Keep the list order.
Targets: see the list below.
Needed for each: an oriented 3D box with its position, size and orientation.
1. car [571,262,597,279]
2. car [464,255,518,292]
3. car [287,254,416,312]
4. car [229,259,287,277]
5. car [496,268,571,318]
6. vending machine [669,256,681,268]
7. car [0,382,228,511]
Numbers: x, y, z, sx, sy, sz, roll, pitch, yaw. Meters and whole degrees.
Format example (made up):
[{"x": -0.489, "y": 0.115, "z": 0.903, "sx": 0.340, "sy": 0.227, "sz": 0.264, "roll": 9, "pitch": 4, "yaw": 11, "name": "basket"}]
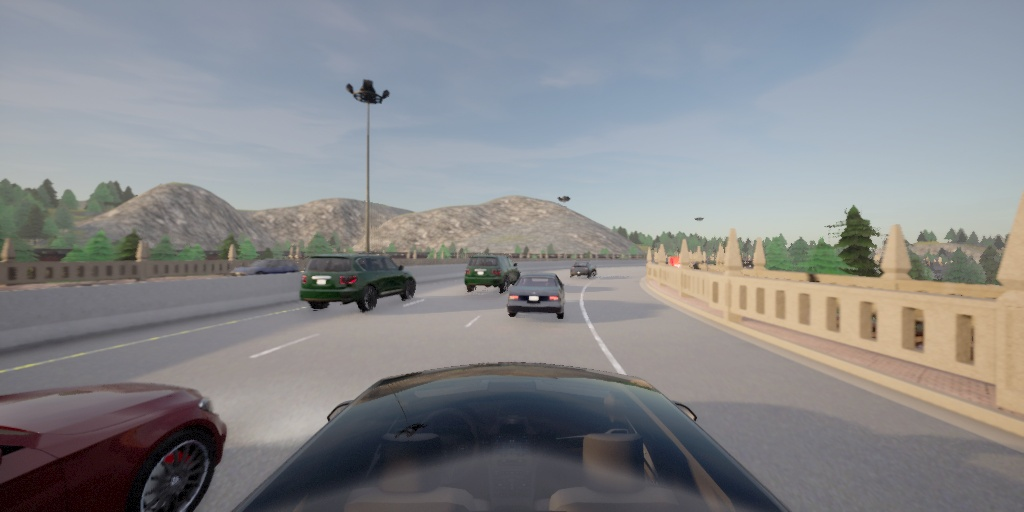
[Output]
[{"x": 6.837, "y": 1.287, "z": 34.003, "sx": 2.128, "sy": 1.511, "sz": 4.902, "roll": 0, "pitch": 0, "yaw": 22, "name": "car"}, {"x": -1.024, "y": 0.974, "z": 21.033, "sx": 2.150, "sy": 2.045, "sz": 5.566, "roll": 0, "pitch": 0, "yaw": 13, "name": "car"}, {"x": -5.836, "y": 0.948, "z": 14.353, "sx": 2.150, "sy": 2.045, "sz": 5.566, "roll": 0, "pitch": 0, "yaw": 8, "name": "car"}, {"x": -17.898, "y": 1.025, "z": 26.177, "sx": 2.097, "sy": 1.767, "sz": 4.553, "roll": 0, "pitch": 0, "yaw": 14, "name": "car"}, {"x": 1.013, "y": 1.307, "z": 13.131, "sx": 2.033, "sy": 1.411, "sz": 5.357, "roll": 0, "pitch": 0, "yaw": 8, "name": "car"}, {"x": 12.274, "y": 1.014, "z": 26.831, "sx": 1.100, "sy": 2.100, "sz": 0.880, "roll": 0, "pitch": 0, "yaw": 19, "name": "vending machine"}, {"x": -3.314, "y": 1.259, "z": 1.064, "sx": 1.812, "sy": 1.442, "sz": 4.674, "roll": 0, "pitch": 0, "yaw": 0, "name": "car"}]
